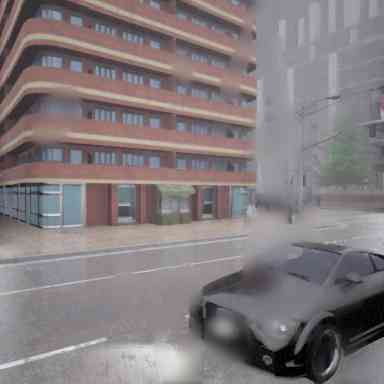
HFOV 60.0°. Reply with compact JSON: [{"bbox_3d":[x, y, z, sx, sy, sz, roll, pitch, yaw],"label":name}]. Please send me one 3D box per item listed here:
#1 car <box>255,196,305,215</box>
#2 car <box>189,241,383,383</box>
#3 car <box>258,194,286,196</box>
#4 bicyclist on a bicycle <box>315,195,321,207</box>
[{"bbox_3d":[8.880,1.491,32.967,2.128,1.511,4.902,0,0,-36],"label":"car"},{"bbox_3d":[2.019,1.564,5.459,4.181,1.385,1.994,0,0,-36],"label":"car"},{"bbox_3d":[9.703,1.222,37.764,2.150,2.045,5.566,0,0,-36],"label":"car"},{"bbox_3d":[17.810,1.301,46.968,1.656,1.620,0.582,0,0,-36],"label":"bicyclist on a bicycle"}]
